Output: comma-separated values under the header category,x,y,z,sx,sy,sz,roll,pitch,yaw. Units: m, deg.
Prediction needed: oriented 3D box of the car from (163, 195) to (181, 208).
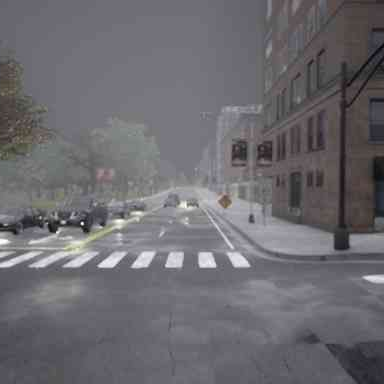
category,x,y,z,sx,sy,sz,roll,pitch,yaw
car,-3.145,1.570,48.619,2.033,1.411,5.357,0,0,0

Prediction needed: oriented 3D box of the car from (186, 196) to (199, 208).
category,x,y,z,sx,sy,sz,roll,pitch,yaw
car,0.107,1.584,49.035,2.033,1.411,5.357,0,0,0

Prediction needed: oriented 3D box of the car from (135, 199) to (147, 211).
category,x,y,z,sx,sy,sz,roll,pitch,yaw
car,-6.569,1.564,39.439,1.994,1.385,4.181,0,0,1

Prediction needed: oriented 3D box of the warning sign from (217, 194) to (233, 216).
category,x,y,z,sx,sy,sz,roll,pitch,yaw
warning sign,2.878,1.139,29.031,1.300,1.860,1.060,2,1,0

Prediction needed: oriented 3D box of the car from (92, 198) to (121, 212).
category,x,y,z,sx,sy,sz,roll,pitch,yaw
car,-9.833,1.477,38.678,2.128,1.511,4.902,0,0,0

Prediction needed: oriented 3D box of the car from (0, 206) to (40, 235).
category,x,y,z,sx,sy,sz,roll,pitch,yaw
car,-9.848,1.509,18.930,2.033,1.411,5.357,0,0,0

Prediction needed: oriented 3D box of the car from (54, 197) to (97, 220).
category,x,y,z,sx,sy,sz,roll,pitch,yaw
car,-9.843,1.322,28.461,2.097,1.767,4.553,0,0,0

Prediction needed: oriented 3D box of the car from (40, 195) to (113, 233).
category,x,y,z,sx,sy,sz,roll,pitch,yaw
car,-6.596,1.198,19.819,2.150,2.045,5.566,0,0,0

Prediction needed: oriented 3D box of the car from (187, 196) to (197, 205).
category,x,y,z,sx,sy,sz,roll,pitch,yaw
car,0.007,1.538,59.308,1.837,1.490,4.892,0,0,0

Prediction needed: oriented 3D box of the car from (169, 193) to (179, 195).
category,x,y,z,sx,sy,sz,roll,pitch,yaw
car,-3.242,1.241,59.308,2.150,2.045,5.566,0,0,0

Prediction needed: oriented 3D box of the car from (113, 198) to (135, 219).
category,x,y,z,sx,sy,sz,roll,pitch,yaw
car,-6.597,1.511,29.574,1.812,1.442,4.674,0,0,0
